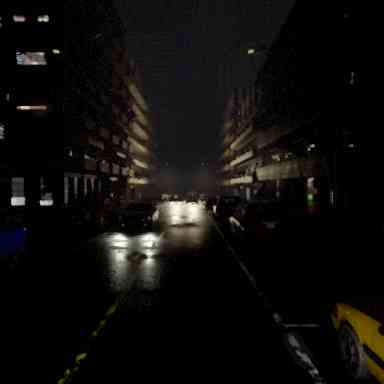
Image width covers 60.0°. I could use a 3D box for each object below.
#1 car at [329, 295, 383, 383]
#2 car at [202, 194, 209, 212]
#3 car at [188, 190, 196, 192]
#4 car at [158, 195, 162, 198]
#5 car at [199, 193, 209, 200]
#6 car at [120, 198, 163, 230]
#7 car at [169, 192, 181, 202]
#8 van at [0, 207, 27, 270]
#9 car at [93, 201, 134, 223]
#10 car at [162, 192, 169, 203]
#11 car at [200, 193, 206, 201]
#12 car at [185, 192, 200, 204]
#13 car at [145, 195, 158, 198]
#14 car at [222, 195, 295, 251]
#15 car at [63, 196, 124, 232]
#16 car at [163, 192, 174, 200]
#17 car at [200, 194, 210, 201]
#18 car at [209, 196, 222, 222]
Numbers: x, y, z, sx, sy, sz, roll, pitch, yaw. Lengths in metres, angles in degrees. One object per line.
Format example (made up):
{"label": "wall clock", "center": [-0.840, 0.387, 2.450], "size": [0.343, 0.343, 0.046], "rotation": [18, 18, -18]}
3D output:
{"label": "car", "center": [2.680, 1.509, 2.614], "size": [1.752, 1.417, 4.829], "rotation": [-1, 0, 0]}
{"label": "car", "center": [2.359, 1.269, 35.687], "size": [1.882, 1.535, 5.008], "rotation": [0, 0, 0]}
{"label": "car", "center": [-0.003, 0.686, 71.268], "size": [2.150, 2.045, 5.566], "rotation": [0, 0, 0]}
{"label": "car", "center": [-5.702, 1.307, 47.288], "size": [1.802, 1.307, 4.206], "rotation": [-1, 0, 0]}
{"label": "car", "center": [2.675, 1.005, 75.269], "size": [1.967, 1.590, 4.097], "rotation": [-1, 0, 0]}
{"label": "car", "center": [-3.101, 1.359, 20.107], "size": [1.882, 1.535, 5.008], "rotation": [0, 0, 0]}
{"label": "car", "center": [-3.039, 1.204, 61.873], "size": [1.994, 1.385, 4.181], "rotation": [0, 0, 1]}
{"label": "van", "center": [-5.670, 1.293, 8.073], "size": [1.690, 1.788, 3.998], "rotation": [-1, 0, 0]}
{"label": "car", "center": [-5.708, 1.405, 24.880], "size": [2.008, 1.369, 4.403], "rotation": [-1, 0, 0]}
{"label": "car", "center": [-5.703, 1.211, 58.492], "size": [2.008, 1.369, 4.403], "rotation": [-1, 0, 0]}
{"label": "car", "center": [2.677, 1.153, 64.235], "size": [1.752, 1.417, 4.829], "rotation": [-1, 0, 0]}
{"label": "car", "center": [-0.002, 1.213, 53.875], "size": [1.812, 1.442, 4.674], "rotation": [0, 0, 0]}
{"label": "car", "center": [-5.702, 1.339, 41.686], "size": [1.802, 1.307, 4.206], "rotation": [-1, 0, 0]}
{"label": "car", "center": [2.677, 1.235, 13.647], "size": [2.192, 1.841, 5.009], "rotation": [-1, 0, 0]}
{"label": "car", "center": [-5.694, 1.202, 19.277], "size": [2.192, 1.841, 5.009], "rotation": [-1, 0, 0]}
{"label": "car", "center": [-5.707, 0.848, 80.898], "size": [2.192, 1.841, 5.009], "rotation": [-1, 0, 0]}
{"label": "car", "center": [2.677, 1.162, 69.668], "size": [1.947, 1.339, 4.313], "rotation": [-1, 0, 0]}
{"label": "car", "center": [2.676, 1.170, 24.851], "size": [2.192, 1.841, 5.009], "rotation": [-1, 0, 0]}
